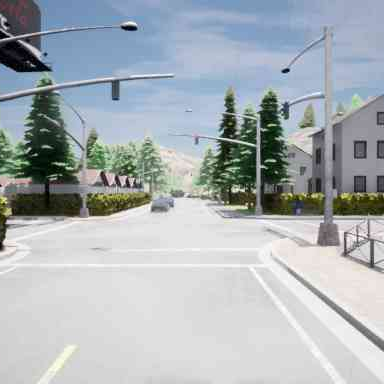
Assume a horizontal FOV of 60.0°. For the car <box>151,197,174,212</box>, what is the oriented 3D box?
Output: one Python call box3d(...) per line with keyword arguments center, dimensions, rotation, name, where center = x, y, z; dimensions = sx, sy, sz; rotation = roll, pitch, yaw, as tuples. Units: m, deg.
box3d(center=(-3.613, 1.547, 38.507), dimensions=(2.033, 1.411, 5.357), rotation=(0, 0, 0), name="car")
